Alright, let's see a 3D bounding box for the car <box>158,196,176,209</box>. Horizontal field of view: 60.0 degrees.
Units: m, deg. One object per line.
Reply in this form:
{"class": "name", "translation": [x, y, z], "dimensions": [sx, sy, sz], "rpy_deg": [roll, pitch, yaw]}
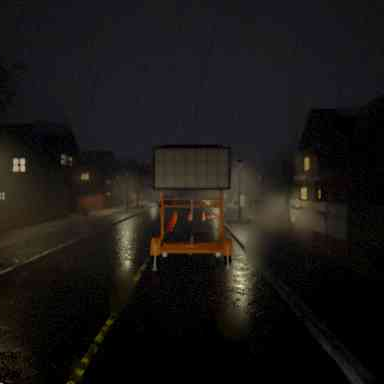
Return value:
{"class": "car", "translation": [-2.842, 1.133, 38.654], "dimensions": [2.033, 1.411, 5.357], "rpy_deg": [0, 0, 0]}

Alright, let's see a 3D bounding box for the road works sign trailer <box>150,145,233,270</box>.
{"class": "road works sign trailer", "translation": [-0.002, 0.327, 10.433], "dimensions": [2.380, 3.560, 2.880], "rpy_deg": [0, 1, 1]}
